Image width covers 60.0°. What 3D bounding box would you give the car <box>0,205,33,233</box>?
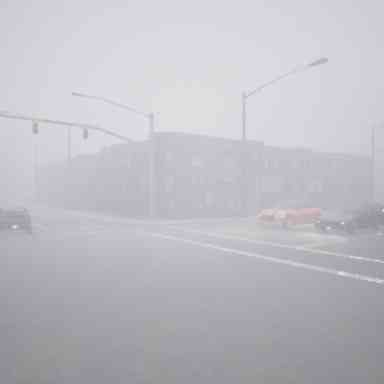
[{"bbox_3d":[-10.333,1.504,18.948,1.837,1.490,4.892,1,0,-33],"label":"car"}]

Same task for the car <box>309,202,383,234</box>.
[{"bbox_3d":[9.337,1.529,19.289,5.357,1.411,2.033,0,0,-38],"label":"car"}]

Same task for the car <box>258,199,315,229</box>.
[{"bbox_3d":[6.362,1.335,21.436,4.553,1.767,2.097,0,0,-35],"label":"car"}]
